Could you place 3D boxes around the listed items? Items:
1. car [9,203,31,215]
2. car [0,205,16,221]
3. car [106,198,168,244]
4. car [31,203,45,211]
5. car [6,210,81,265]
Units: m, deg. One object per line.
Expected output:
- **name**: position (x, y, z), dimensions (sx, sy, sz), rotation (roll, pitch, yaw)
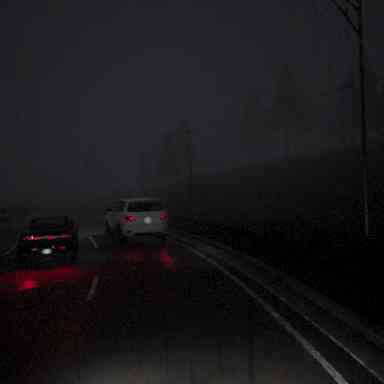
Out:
- **car**: position (-21.985, 2.205, 41.187), dimensions (1.882, 1.535, 5.008), rotation (-1, 0, -41)
- **car**: position (-18.147, 2.146, 30.832), dimensions (2.033, 1.411, 5.357), rotation (-2, 0, -36)
- **car**: position (-2.965, 1.323, 16.926), dimensions (2.150, 2.045, 5.566), rotation (-1, 0, -23)
- **car**: position (-22.215, 2.262, 46.669), dimensions (1.812, 1.442, 4.674), rotation (-1, 0, -43)
- **car**: position (-5.337, 1.669, 12.719), dimensions (2.128, 1.511, 4.902), rotation (-1, 0, -19)
